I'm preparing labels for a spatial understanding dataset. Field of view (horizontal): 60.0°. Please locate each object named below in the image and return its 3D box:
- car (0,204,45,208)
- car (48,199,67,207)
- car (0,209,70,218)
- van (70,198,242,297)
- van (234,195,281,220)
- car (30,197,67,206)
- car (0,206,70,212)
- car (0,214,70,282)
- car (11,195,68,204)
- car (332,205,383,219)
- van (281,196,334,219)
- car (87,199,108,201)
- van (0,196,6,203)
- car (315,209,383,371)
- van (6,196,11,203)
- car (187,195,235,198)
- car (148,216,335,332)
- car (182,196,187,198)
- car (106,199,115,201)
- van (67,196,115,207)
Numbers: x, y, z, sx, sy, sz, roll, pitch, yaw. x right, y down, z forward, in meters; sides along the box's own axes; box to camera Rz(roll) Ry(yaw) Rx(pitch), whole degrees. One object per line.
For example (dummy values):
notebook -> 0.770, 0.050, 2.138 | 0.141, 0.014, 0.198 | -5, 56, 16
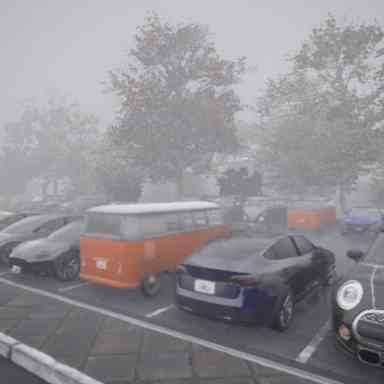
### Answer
car -> -9.828, 1.539, 15.004 | 1.946, 1.575, 5.366 | 0, 0, 36
car -> -10.991, 1.621, 32.185 | 2.002, 1.452, 4.674 | 0, 0, 36
car -> -5.231, 1.550, 11.886 | 2.163, 1.488, 4.792 | 0, 0, 36
van -> -0.641, 1.272, 8.761 | 1.878, 1.987, 4.442 | 0, 0, 36
van -> 4.677, 1.279, 20.762 | 1.878, 1.987, 4.442 | 0, 0, 36
car -> -13.242, 1.592, 33.802 | 2.097, 1.535, 5.008 | 0, 0, 36
car -> -7.484, 1.561, 13.509 | 2.163, 1.488, 4.792 | 0, 0, 36
car -> -2.978, 1.539, 10.264 | 2.163, 1.488, 4.792 | 0, 0, 36
car -> -15.605, 1.353, 35.475 | 2.435, 2.045, 5.566 | 0, 0, 36
car -> 9.245, 1.483, 17.623 | 2.097, 1.535, 5.008 | 0, 0, 36
van -> 7.061, 1.268, 19.332 | 1.878, 1.987, 4.442 | 0, 0, 36
car -> -6.594, 1.600, 29.025 | 2.002, 1.452, 4.674 | 0, 0, 36
van -> -19.915, 1.399, 38.757 | 1.878, 1.987, 4.442 | 0, 0, 36
car -> 3.814, 1.353, 5.448 | 2.185, 1.767, 4.553 | 0, 0, 36
van -> -17.769, 1.389, 37.212 | 1.878, 1.987, 4.442 | 0, 0, 36
car -> 2.481, 1.265, 22.452 | 2.435, 2.045, 5.566 | 0, 0, 36
car -> 1.563, 1.517, 7.067 | 2.163, 1.488, 4.792 | 0, 0, 36
car -> 0.233, 1.275, 24.071 | 2.435, 2.045, 5.566 | 0, 0, 36
car -> -4.250, 1.548, 27.327 | 2.097, 1.535, 5.008 | 0, 0, 36
van -> -8.777, 1.345, 30.737 | 1.878, 1.987, 4.442 | 0, 0, 36
